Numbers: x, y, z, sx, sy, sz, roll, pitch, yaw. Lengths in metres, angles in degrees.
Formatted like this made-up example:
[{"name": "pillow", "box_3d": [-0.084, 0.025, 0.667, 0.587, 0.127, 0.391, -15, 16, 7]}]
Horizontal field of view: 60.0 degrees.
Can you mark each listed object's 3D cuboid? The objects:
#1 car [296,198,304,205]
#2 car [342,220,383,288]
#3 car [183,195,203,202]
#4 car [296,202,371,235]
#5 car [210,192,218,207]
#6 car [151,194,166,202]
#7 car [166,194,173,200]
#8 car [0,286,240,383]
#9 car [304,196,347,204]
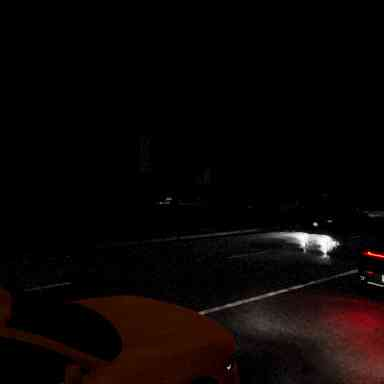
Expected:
[{"name": "car", "box_3d": [14.250, 1.247, 37.978, 2.128, 1.511, 4.902, -1, 0, -39]}, {"name": "car", "box_3d": [5.869, 1.468, 7.951, 4.892, 1.490, 1.837, 0, 0, -36]}, {"name": "car", "box_3d": [0.129, 1.309, 67.003, 1.895, 1.301, 4.718, -1, 0, -39]}, {"name": "car", "box_3d": [7.986, 1.463, 18.275, 4.181, 1.385, 1.994, -1, 0, -35]}, {"name": "car", "box_3d": [4.716, 1.014, 44.241, 2.150, 2.045, 5.566, -1, 0, -39]}, {"name": "car", "box_3d": [-7.847, 1.266, 65.586, 2.128, 1.511, 4.902, -1, 0, -39]}, {"name": "car", "box_3d": [-6.220, 1.238, 74.781, 2.128, 1.511, 4.902, -1, 0, -38]}, {"name": "car", "box_3d": [-1.837, 1.478, 2.419, 5.008, 1.535, 1.882, 0, 0, -36]}, {"name": "car", "box_3d": [13.777, 1.292, 32.294, 1.837, 1.490, 4.892, -1, 0, -33]}]
